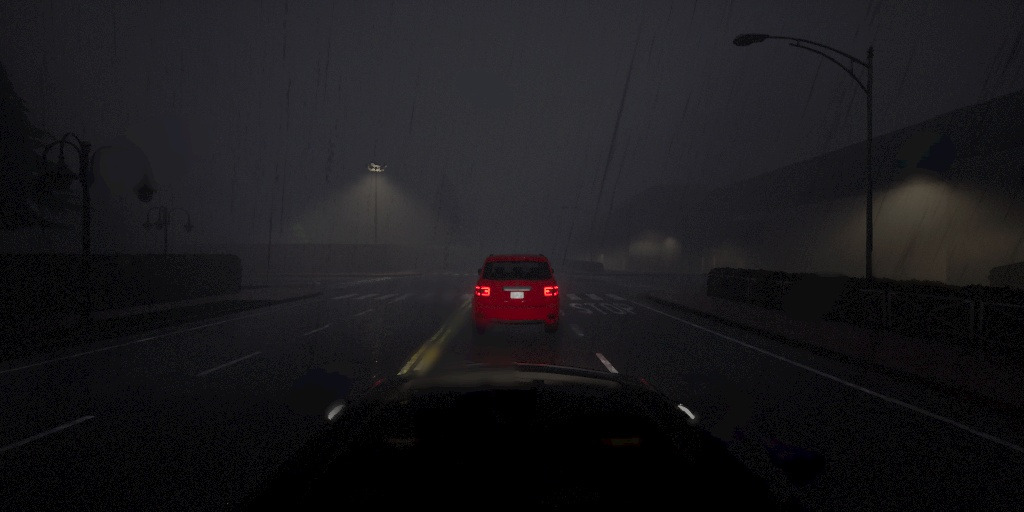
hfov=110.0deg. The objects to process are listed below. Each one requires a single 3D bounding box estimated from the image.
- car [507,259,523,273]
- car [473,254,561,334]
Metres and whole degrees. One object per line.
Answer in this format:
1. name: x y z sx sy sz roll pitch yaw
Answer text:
1. car: 0.350 1.228 45.580 1.882 1.535 5.008 0 0 1
2. car: 0.120 0.971 10.727 2.150 2.045 5.566 0 0 0
